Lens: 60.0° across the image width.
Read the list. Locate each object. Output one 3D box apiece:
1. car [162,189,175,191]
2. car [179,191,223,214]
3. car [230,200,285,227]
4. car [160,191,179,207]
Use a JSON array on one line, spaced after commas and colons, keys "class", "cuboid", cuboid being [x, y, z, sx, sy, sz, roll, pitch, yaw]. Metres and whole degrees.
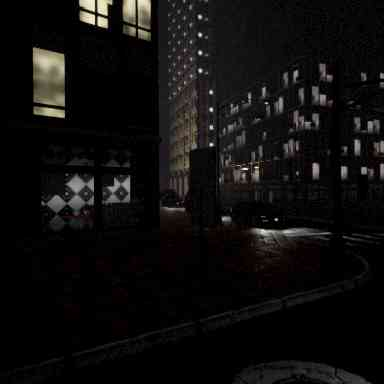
[{"class": "car", "cuboid": [-4.035, 0.536, 54.629, 2.150, 2.045, 5.566, -1, 1, -18]}, {"class": "car", "cuboid": [0.900, 0.894, 30.939, 2.150, 2.045, 5.566, -1, 1, -19]}, {"class": "car", "cuboid": [4.101, 1.315, 21.535, 1.837, 1.490, 4.892, -1, 1, -19]}, {"class": "car", "cuboid": [-2.395, 1.036, 40.667, 1.837, 1.490, 4.892, -1, 1, -18]}]
